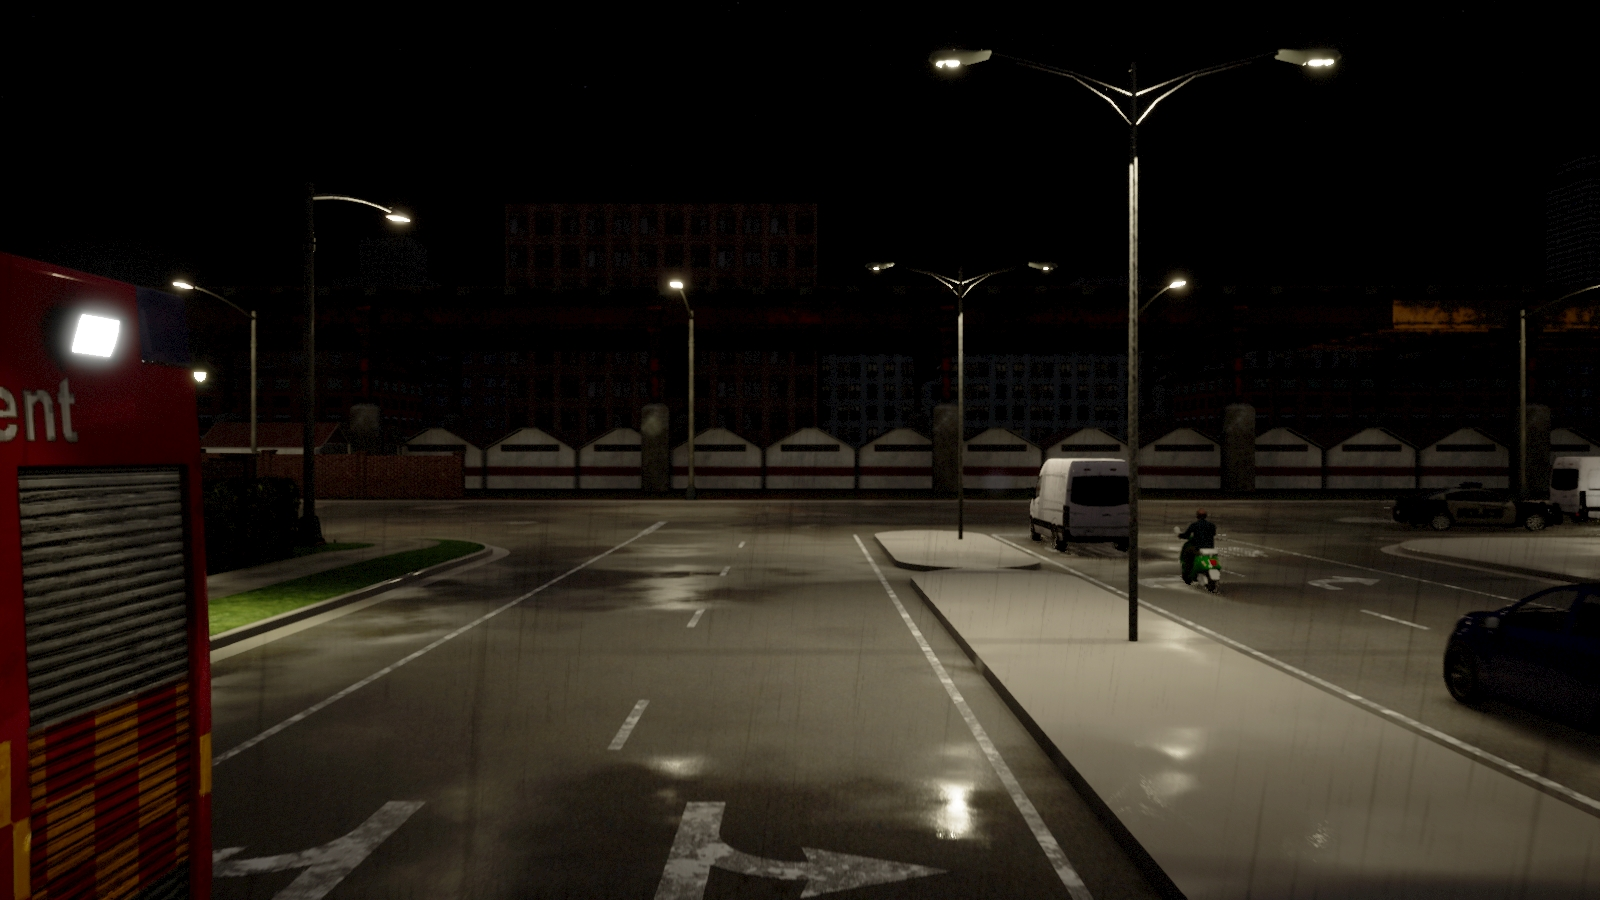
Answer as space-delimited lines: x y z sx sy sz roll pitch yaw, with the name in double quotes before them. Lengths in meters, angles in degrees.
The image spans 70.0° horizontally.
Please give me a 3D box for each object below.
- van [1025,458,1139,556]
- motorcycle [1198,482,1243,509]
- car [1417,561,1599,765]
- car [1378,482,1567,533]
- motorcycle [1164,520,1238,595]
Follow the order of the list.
"van" 8.106 1.526 33.399 1.988 2.561 5.915 0 0 1
"motorcycle" 20.103 2.168 54.657 1.805 1.236 0.856 0 0 0
"car" 8.015 2.035 11.314 1.845 1.501 3.633 0 0 0
"car" 23.258 1.972 39.690 5.238 1.638 2.097 0 0 6
"motorcycle" 8.017 2.124 22.940 0.856 1.341 1.805 0 0 0
